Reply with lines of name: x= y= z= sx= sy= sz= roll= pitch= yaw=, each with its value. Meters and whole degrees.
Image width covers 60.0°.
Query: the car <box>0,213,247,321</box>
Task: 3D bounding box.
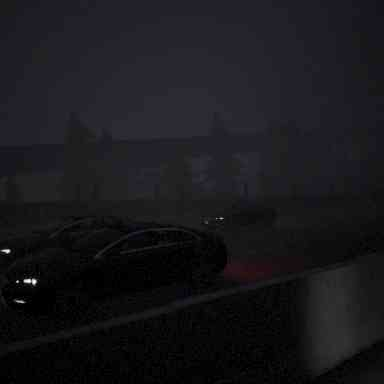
car: x=-1.392 y=1.452 z=7.290 sx=4.902 sy=1.511 sz=2.128 roll=-1 pitch=1 yaw=-35

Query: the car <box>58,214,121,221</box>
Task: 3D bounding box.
car: x=-3.410 y=1.452 z=10.150 sx=4.902 sy=1.511 sz=2.128 roll=-1 pitch=1 yaw=-35

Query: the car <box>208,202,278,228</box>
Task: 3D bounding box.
car: x=2.764 y=1.317 z=18.846 sx=4.902 sy=1.511 sz=2.128 roll=-1 pitch=1 yaw=-35
